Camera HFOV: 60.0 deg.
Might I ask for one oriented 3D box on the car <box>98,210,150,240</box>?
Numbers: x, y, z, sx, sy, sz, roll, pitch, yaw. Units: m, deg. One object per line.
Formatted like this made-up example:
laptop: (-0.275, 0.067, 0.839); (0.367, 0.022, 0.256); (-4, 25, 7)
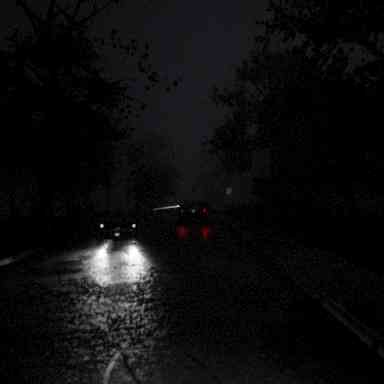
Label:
car: (-3.346, 1.604, 17.132); (1.895, 1.301, 4.718); (0, 0, 0)

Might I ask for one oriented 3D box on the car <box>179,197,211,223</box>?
car: (0.109, 1.357, 25.411); (2.097, 1.767, 4.553); (0, 0, 0)

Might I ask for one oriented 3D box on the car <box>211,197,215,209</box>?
car: (1.427, 1.540, 42.774); (1.994, 1.385, 4.181); (-1, 0, 10)

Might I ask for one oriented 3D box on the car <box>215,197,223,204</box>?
car: (3.772, 1.583, 59.298); (1.895, 1.301, 4.718); (-2, -1, 30)
